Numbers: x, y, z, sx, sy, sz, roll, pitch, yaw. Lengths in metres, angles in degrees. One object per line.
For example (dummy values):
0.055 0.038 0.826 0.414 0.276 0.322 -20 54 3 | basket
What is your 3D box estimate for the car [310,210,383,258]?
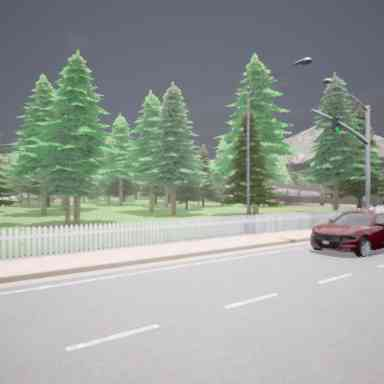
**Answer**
6.677 1.478 12.990 5.008 1.535 1.882 0 0 -35 | car
